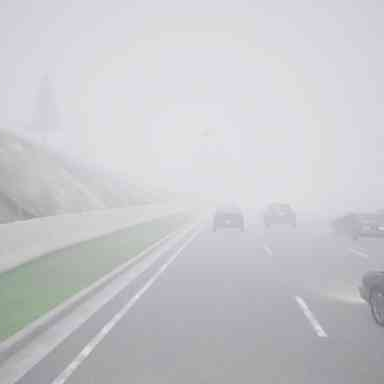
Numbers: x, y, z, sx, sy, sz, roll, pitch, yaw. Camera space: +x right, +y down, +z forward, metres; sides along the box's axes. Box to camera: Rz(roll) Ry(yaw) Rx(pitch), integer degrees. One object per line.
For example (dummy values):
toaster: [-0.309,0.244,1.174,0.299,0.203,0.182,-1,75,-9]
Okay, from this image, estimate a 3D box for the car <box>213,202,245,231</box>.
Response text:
car: [2.438,1.634,21.998,1.882,1.535,5.008,1,0,7]

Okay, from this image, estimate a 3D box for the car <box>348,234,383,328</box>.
car: [3.969,1.611,4.010,2.033,1.411,5.357,1,0,5]

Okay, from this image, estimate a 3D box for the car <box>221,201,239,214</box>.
car: [4.671,1.854,40.675,1.994,1.385,4.181,1,0,7]

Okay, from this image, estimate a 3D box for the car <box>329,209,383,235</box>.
car: [8.979,1.743,17.787,2.033,1.411,5.357,1,0,7]

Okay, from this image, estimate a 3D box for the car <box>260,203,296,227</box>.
car: [6.285,1.562,24.639,2.097,1.767,4.553,1,0,7]
